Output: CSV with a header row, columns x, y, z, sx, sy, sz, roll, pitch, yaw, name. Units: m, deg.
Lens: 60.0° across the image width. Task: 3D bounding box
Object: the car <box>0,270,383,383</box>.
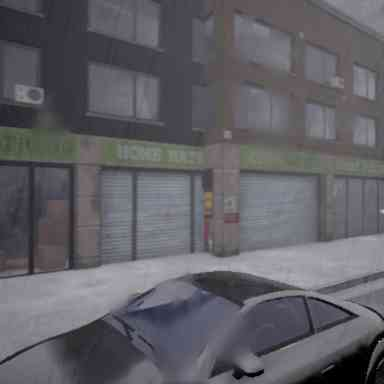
x,y,z,sx,sy,sz,roll,pitch,yaw,name
0.211,1.566,3.220,4.181,1.385,1.994,0,0,-35,car
